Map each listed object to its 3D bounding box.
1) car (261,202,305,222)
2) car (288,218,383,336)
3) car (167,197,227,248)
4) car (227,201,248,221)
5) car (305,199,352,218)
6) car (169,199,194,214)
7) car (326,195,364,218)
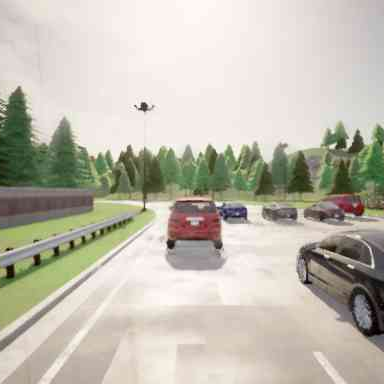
[{"bbox_3d":[6.918,1.533,26.689,2.128,1.511,4.902,0,0,-3],"label":"car"},{"bbox_3d":[3.602,1.515,6.654,1.837,1.490,4.892,0,0,0],"label":"car"},{"bbox_3d":[0.104,1.244,14.969,2.150,2.045,5.566,0,0,0],"label":"car"},{"bbox_3d":[3.350,1.521,28.062,1.882,1.535,5.008,0,0,-3],"label":"car"},{"bbox_3d":[10.422,1.567,26.530,1.812,1.442,4.674,0,0,-3],"label":"car"},{"bbox_3d":[-1.262,1.550,37.697,2.128,1.511,4.902,0,0,-10],"label":"car"},{"bbox_3d":[13.708,1.269,31.118,2.150,2.045,5.566,0,0,-5],"label":"car"}]
